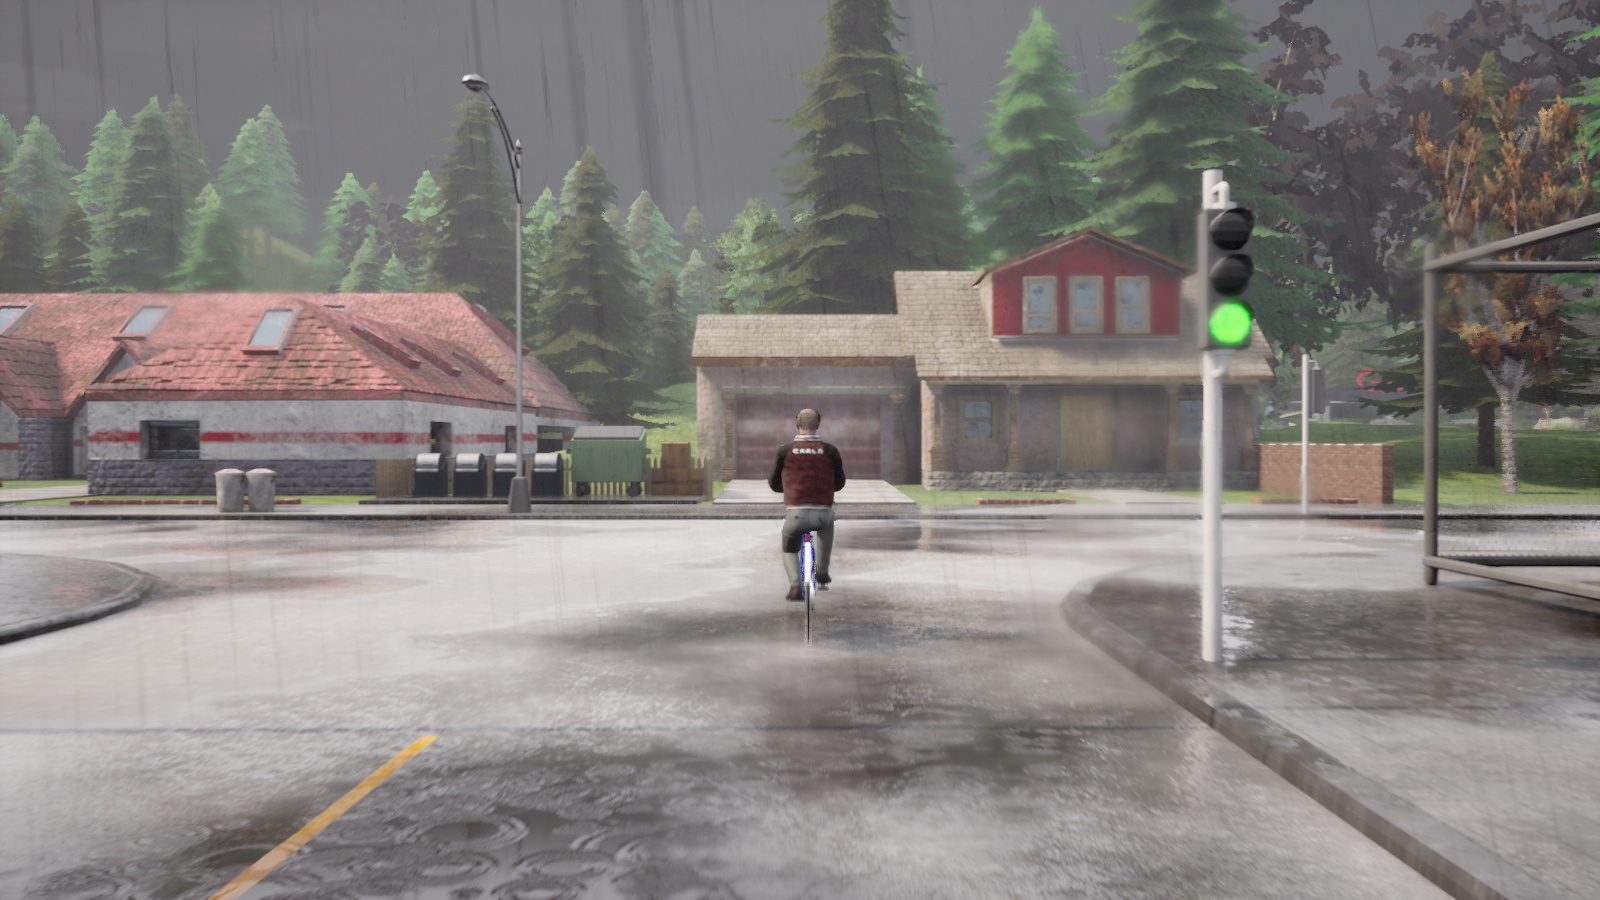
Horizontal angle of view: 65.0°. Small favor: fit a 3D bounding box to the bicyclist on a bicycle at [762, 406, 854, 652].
[{"bbox_3d":[0.065,0.560,9.978,0.659,1.776,1.843,0,1,0],"label":"bicyclist on a bicycle"}]
